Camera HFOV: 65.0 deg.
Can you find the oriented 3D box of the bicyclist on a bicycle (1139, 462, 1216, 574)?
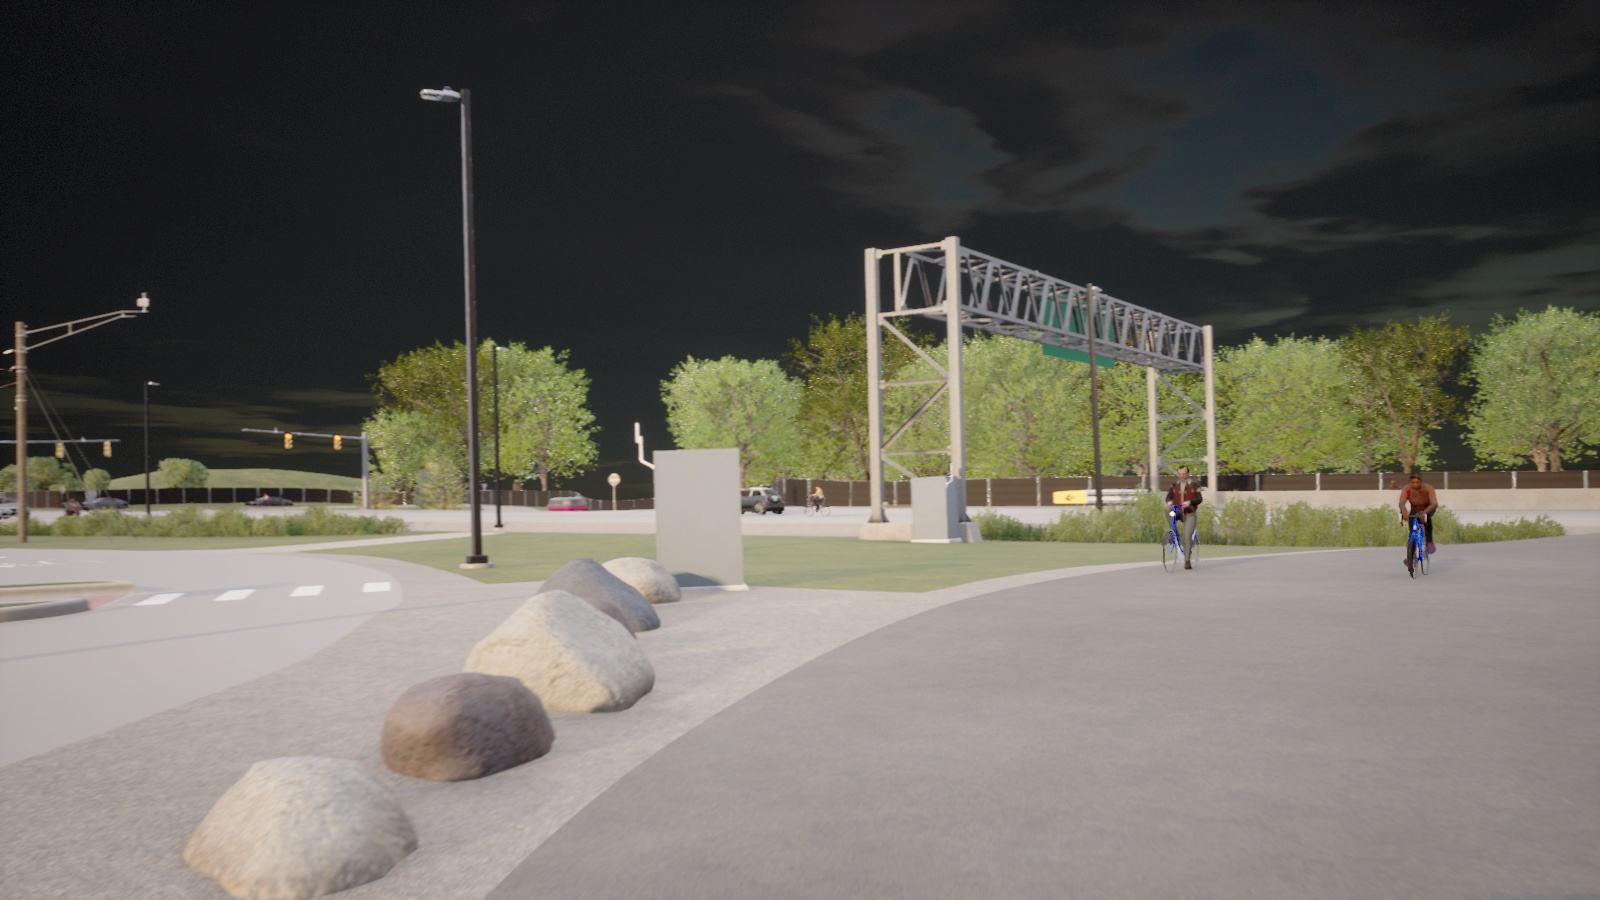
[{"bbox_3d":[6.277,1.096,20.819,0.659,1.776,1.843,-2,-2,35],"label":"bicyclist on a bicycle"}]

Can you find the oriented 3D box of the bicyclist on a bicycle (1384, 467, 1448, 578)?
[{"bbox_3d":[9.451,1.083,19.233,0.582,1.620,1.656,-2,-2,35],"label":"bicyclist on a bicycle"}]

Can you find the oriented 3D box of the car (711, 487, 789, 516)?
[{"bbox_3d":[-2.749,2.831,68.909,3.806,1.475,1.970,-2,-2,34],"label":"car"}]
